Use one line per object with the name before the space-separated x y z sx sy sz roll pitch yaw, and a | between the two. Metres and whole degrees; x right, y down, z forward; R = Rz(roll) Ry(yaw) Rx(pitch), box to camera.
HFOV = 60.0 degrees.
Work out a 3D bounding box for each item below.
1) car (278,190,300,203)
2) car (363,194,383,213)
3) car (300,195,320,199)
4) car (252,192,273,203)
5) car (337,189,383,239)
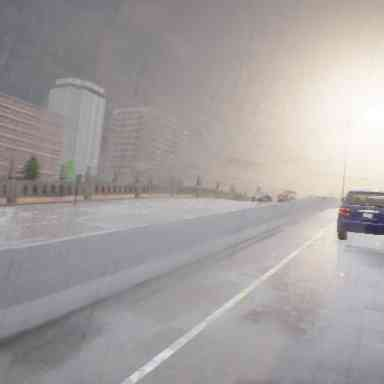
car | 13.625 0.772 46.153 2.150 2.045 5.566 4 -3 30
car | 16.734 1.021 30.198 1.882 1.535 5.008 4 1 30
car | 16.122 1.156 43.522 2.128 1.511 4.902 4 -2 30
car | 10.052 0.767 46.988 2.128 1.511 4.902 4 -2 30
car | 7.638 0.893 14.255 2.150 2.045 5.566 4 3 30
